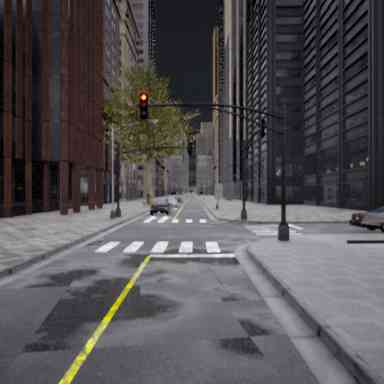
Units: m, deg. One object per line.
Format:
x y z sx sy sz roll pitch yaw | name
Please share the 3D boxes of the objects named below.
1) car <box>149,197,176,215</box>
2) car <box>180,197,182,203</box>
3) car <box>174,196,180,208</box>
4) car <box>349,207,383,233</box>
-3.078 1.536 33.567 2.033 1.411 5.357 0 0 0 | car
-2.954 1.584 67.829 2.033 1.411 5.357 0 0 0 | car
-3.063 1.522 47.740 1.812 1.442 4.674 0 1 -1 | car
11.537 1.482 18.159 5.357 1.411 2.033 0 0 0 | car
